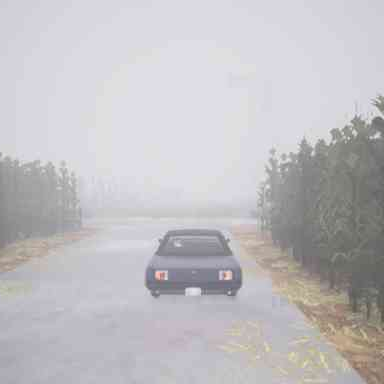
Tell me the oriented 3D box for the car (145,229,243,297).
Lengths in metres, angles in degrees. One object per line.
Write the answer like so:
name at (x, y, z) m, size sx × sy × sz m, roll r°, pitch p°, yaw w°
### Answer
car at (0.052, 1.594, 8.516) m, size 1.895 × 1.301 × 4.718 m, roll 0°, pitch 0°, yaw 1°

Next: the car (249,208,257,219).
car at (6.835, 1.502, 26.265) m, size 4.674 × 1.442 × 1.812 m, roll 0°, pitch 0°, yaw 0°
